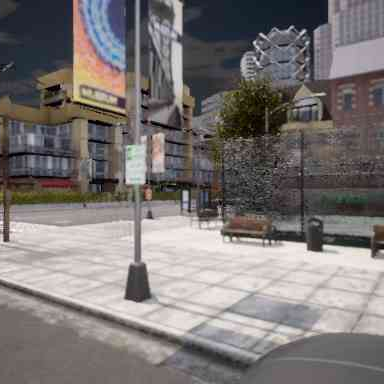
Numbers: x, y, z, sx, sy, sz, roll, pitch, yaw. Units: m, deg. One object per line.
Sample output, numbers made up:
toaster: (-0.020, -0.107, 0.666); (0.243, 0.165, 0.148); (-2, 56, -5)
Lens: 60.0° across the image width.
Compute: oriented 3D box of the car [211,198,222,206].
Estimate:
car: (4.802, 1.563, 51.637); (2.033, 1.411, 5.357); (0, 0, 35)

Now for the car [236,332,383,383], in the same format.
car: (2.506, 1.479, 1.346); (5.008, 1.535, 2.097); (0, 0, 35)
